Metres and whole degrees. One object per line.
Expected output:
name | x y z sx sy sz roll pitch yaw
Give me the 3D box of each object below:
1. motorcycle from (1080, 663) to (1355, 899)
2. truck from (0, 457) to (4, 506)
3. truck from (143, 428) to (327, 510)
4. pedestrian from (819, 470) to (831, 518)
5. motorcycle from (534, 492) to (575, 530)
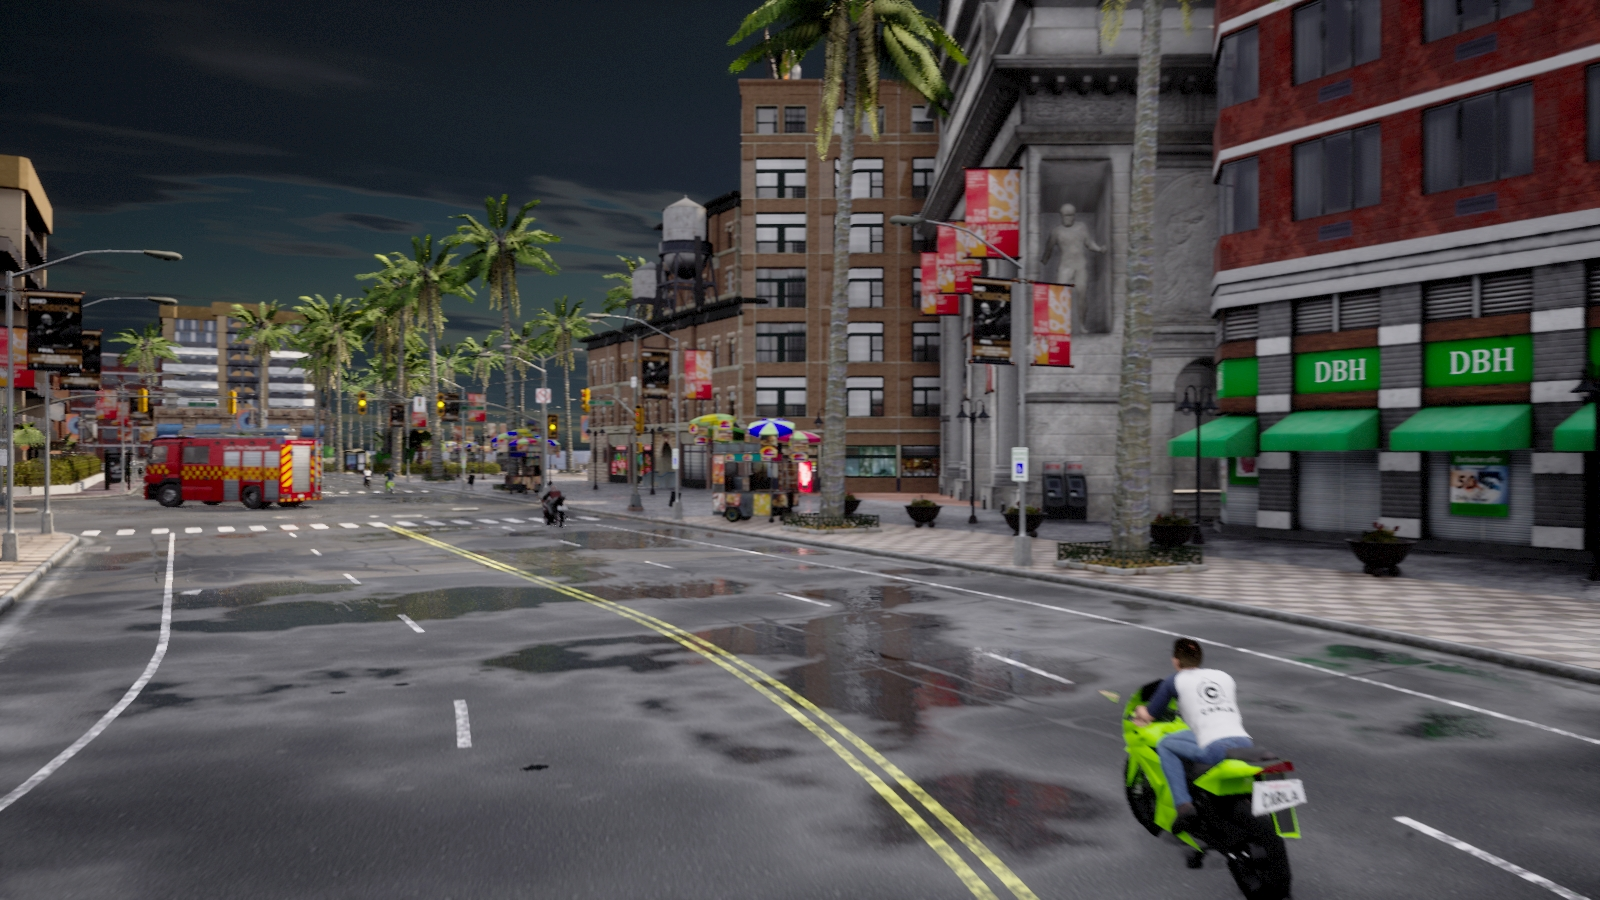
motorcycle | 2.693 2.211 7.677 0.803 1.145 2.033 -1 0 -10
truck | -42.399 1.585 55.989 5.204 2.467 2.627 0 0 -27
truck | -27.790 0.905 56.177 8.468 3.827 2.891 0 0 18
pedestrian | 0.965 1.696 44.249 0.375 1.860 0.375 0 0 24
motorcycle | -8.996 2.210 41.784 0.867 1.251 2.209 0 0 -29
